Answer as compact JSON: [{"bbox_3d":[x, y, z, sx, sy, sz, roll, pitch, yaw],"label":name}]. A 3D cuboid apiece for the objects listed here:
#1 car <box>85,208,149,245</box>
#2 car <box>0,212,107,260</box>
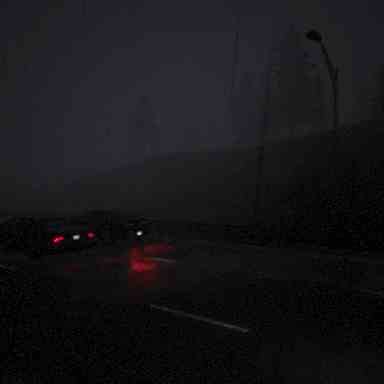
[{"bbox_3d":[-4.214,1.510,15.595,4.892,1.490,1.837,0,0,35],"label":"car"},{"bbox_3d":[-5.871,1.553,12.467,5.357,1.411,2.033,0,0,36],"label":"car"}]
